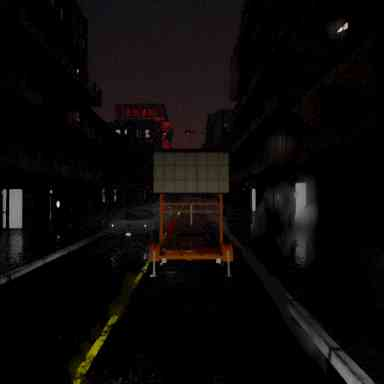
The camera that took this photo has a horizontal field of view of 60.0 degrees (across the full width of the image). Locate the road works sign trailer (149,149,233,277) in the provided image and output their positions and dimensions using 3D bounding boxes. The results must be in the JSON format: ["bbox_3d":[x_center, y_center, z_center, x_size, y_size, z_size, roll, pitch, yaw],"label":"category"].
[{"bbox_3d":[-0.022,0.474,10.256,2.380,3.560,2.880,0,0,0],"label":"road works sign trailer"}]

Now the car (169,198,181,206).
[{"bbox_3d":[-2.955,1.728,57.796,1.812,1.442,4.674,0,0,0],"label":"car"}]

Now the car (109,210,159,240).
[{"bbox_3d":[-2.888,1.626,17.324,1.895,1.301,4.718,0,0,0],"label":"car"}]
